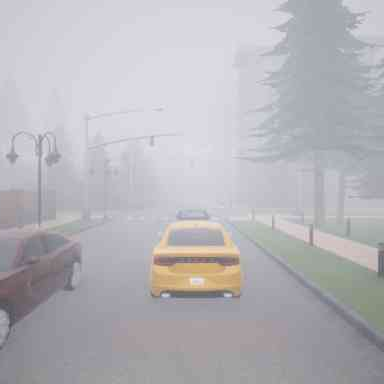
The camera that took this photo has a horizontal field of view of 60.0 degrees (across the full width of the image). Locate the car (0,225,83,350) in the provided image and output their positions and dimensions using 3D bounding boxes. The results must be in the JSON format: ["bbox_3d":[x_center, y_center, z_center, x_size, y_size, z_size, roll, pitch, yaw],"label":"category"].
[{"bbox_3d":[-3.608,1.477,6.206,1.882,1.535,5.008,0,0,0],"label":"car"}]

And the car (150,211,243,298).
[{"bbox_3d":[0.084,1.478,8.553,1.882,1.535,5.008,0,0,0],"label":"car"}]
